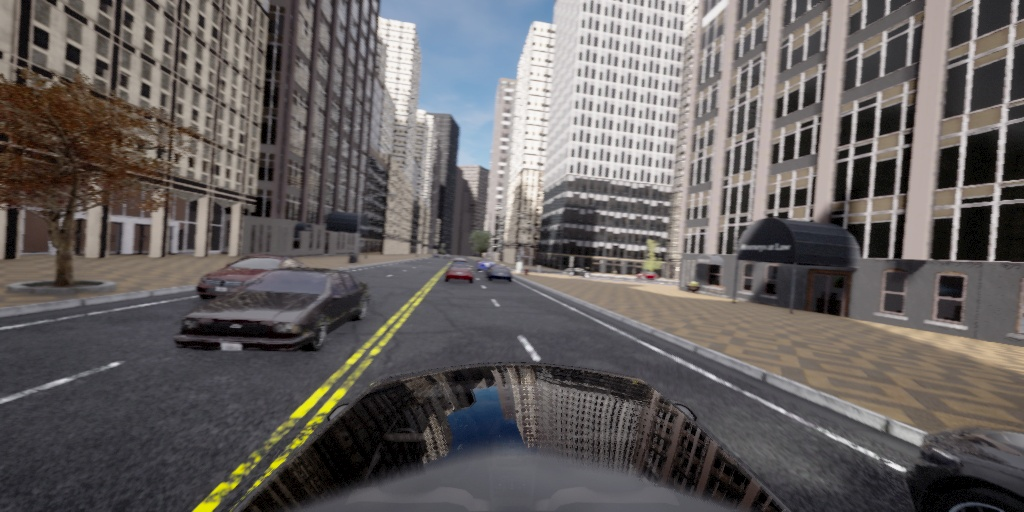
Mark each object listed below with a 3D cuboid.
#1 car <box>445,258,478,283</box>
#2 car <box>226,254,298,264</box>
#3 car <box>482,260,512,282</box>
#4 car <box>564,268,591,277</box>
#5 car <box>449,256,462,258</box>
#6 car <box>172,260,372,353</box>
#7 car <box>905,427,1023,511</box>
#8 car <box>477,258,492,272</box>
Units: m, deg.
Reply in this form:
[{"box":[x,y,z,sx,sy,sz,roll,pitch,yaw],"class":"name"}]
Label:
[{"box":[-3.875,1.116,26.502,1.994,1.385,4.181,4,0,-8],"class":"car"},{"box":[-8.533,0.667,12.455,1.812,1.442,4.674,4,0,-8],"class":"car"},{"box":[-1.159,1.338,30.126,1.994,1.385,4.181,4,0,-9],"class":"car"},{"box":[10.575,2.609,57.975,4.403,1.370,2.007,0,0,-9],"class":"car"},{"box":[-6.905,0.880,46.852,1.882,1.535,5.008,4,0,-9],"class":"car"},{"box":[-4.598,0.971,8.056,2.033,1.411,5.357,4,0,-8],"class":"car"},{"box":[4.270,1.597,0.905,1.812,1.442,4.674,4,0,-8],"class":"car"},{"box":[-3.258,1.021,44.094,2.097,1.767,4.553,4,0,-8],"class":"car"}]
